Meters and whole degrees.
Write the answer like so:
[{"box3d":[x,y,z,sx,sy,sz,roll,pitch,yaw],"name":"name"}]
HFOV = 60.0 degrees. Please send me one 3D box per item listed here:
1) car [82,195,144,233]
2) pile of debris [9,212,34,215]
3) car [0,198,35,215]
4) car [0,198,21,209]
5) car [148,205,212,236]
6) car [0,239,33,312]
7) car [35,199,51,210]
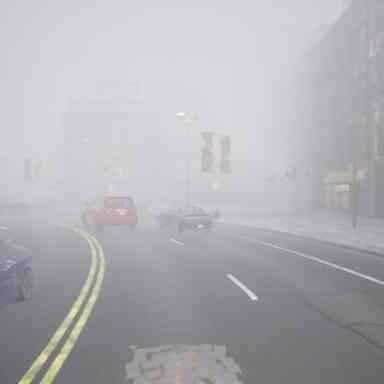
[{"box3d":[-5.019,1.214,19.950,2.150,2.045,5.566,0,0,-29],"name":"car"},{"box3d":[-16.834,2.168,32.893,1.860,0.140,1.500,0,0,35],"name":"pile of debris"},{"box3d":[-18.628,1.468,33.961,5.008,1.535,1.882,0,0,34],"name":"car"},{"box3d":[-25.676,1.511,44.926,4.674,1.452,2.002,0,0,20],"name":"car"},{"box3d":[-0.584,1.482,18.635,2.128,1.511,4.902,0,0,-24],"name":"car"},{"box3d":[-4.087,1.525,5.448,1.812,1.442,4.674,0,0,-8],"name":"car"},{"box3d":[-20.376,1.584,42.746,4.718,1.301,1.895,0,0,30],"name":"car"}]
